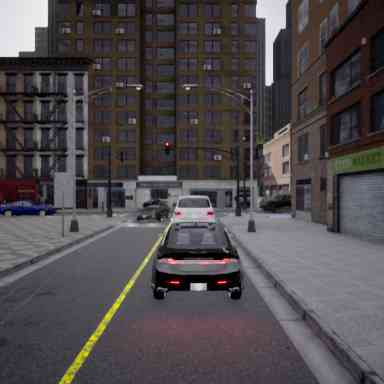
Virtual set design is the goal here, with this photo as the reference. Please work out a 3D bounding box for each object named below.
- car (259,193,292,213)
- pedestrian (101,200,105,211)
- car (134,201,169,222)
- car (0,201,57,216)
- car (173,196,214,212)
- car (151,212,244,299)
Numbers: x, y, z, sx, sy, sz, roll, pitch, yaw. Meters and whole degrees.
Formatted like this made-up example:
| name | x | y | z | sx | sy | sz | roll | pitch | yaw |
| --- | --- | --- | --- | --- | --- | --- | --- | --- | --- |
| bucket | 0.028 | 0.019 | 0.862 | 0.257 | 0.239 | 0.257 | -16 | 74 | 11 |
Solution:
| name | x | y | z | sx | sy | sz | roll | pitch | yaw |
| --- | --- | --- | --- | --- | --- | --- | --- | --- | --- |
| car | 9.907 | 1.108 | 35.100 | 5.566 | 2.045 | 2.150 | 0 | 0 | -2 |
| pedestrian | -10.156 | 1.492 | 37.932 | 0.375 | 1.300 | 0.375 | 0 | 0 | -1 |
| car | -3.046 | 1.491 | 25.969 | 1.837 | 1.490 | 4.892 | -3 | 0 | 9 |
| car | -15.472 | 1.573 | 31.624 | 5.008 | 1.535 | 1.882 | 0 | 0 | -2 |
| car | 0.100 | 1.212 | 18.861 | 2.150 | 2.045 | 5.566 | 0 | 0 | 0 |
| car | 0.101 | 1.489 | 8.407 | 2.128 | 1.511 | 4.902 | 0 | 0 | 0 |
